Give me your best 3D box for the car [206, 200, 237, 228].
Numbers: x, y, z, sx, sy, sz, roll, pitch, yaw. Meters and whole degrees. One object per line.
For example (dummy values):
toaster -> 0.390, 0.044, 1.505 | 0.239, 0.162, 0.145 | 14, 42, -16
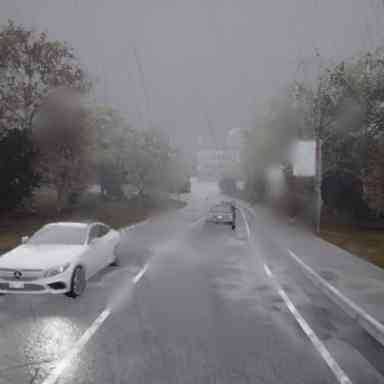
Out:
car -> 1.960, 1.520, 21.932 | 2.033, 1.411, 5.357 | 1, 0, 8

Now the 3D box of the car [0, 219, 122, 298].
car -> -3.155, 1.483, 8.616 | 1.812, 1.442, 4.674 | 0, 0, 4
